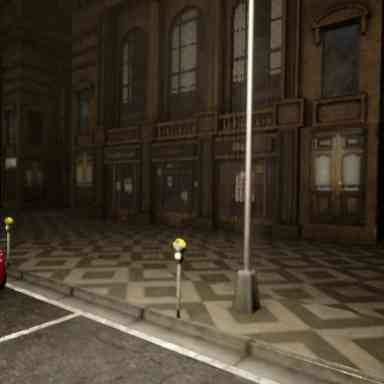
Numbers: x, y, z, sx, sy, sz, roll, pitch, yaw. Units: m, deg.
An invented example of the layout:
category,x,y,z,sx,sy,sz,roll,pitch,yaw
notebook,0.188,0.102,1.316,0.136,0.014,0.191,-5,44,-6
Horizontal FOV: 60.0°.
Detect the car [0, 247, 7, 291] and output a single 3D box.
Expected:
category,x,y,z,sx,sy,sz,roll,pitch,yaw
car,-5.809,1.278,7.187,4.097,1.590,1.967,1,1,36
